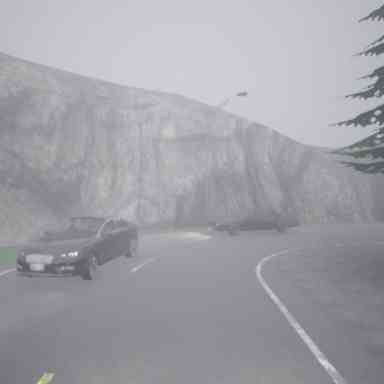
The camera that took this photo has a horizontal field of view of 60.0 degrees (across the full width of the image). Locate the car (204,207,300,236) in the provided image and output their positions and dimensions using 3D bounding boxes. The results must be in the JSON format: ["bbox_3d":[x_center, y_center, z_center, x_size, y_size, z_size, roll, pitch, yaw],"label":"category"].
[{"bbox_3d":[3.404,1.536,18.495,5.357,1.411,2.033,0,0,-22],"label":"car"}]

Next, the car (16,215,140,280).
[{"bbox_3d":[-3.122,1.486,10.138,2.128,1.511,4.902,0,0,11],"label":"car"}]
